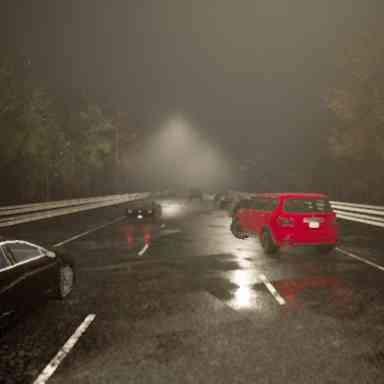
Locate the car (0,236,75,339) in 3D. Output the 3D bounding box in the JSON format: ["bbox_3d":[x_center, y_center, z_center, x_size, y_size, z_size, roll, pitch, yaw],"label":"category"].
[{"bbox_3d":[-3.391,1.415,5.119,2.128,1.511,4.902,0,1,0],"label":"car"}]

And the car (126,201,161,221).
[{"bbox_3d":[-3.287,1.258,23.458,1.895,1.301,4.718,0,1,1],"label":"car"}]

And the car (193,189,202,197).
[{"bbox_3d":[1.248,0.232,74.938,2.097,1.767,4.553,0,1,2],"label":"car"}]

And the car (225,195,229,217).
[{"bbox_3d":[3.604,1.168,23.061,1.837,1.490,4.892,0,1,1],"label":"car"}]

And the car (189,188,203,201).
[{"bbox_3d":[0.620,0.425,54.268,2.150,2.045,5.566,0,1,1],"label":"car"}]

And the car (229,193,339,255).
[{"bbox_3d":[3.270,1.038,12.651,2.150,2.045,5.566,0,1,-8],"label":"car"}]

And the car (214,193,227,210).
[{"bbox_3d":[3.741,0.995,34.014,2.128,1.511,4.902,0,1,1],"label":"car"}]
